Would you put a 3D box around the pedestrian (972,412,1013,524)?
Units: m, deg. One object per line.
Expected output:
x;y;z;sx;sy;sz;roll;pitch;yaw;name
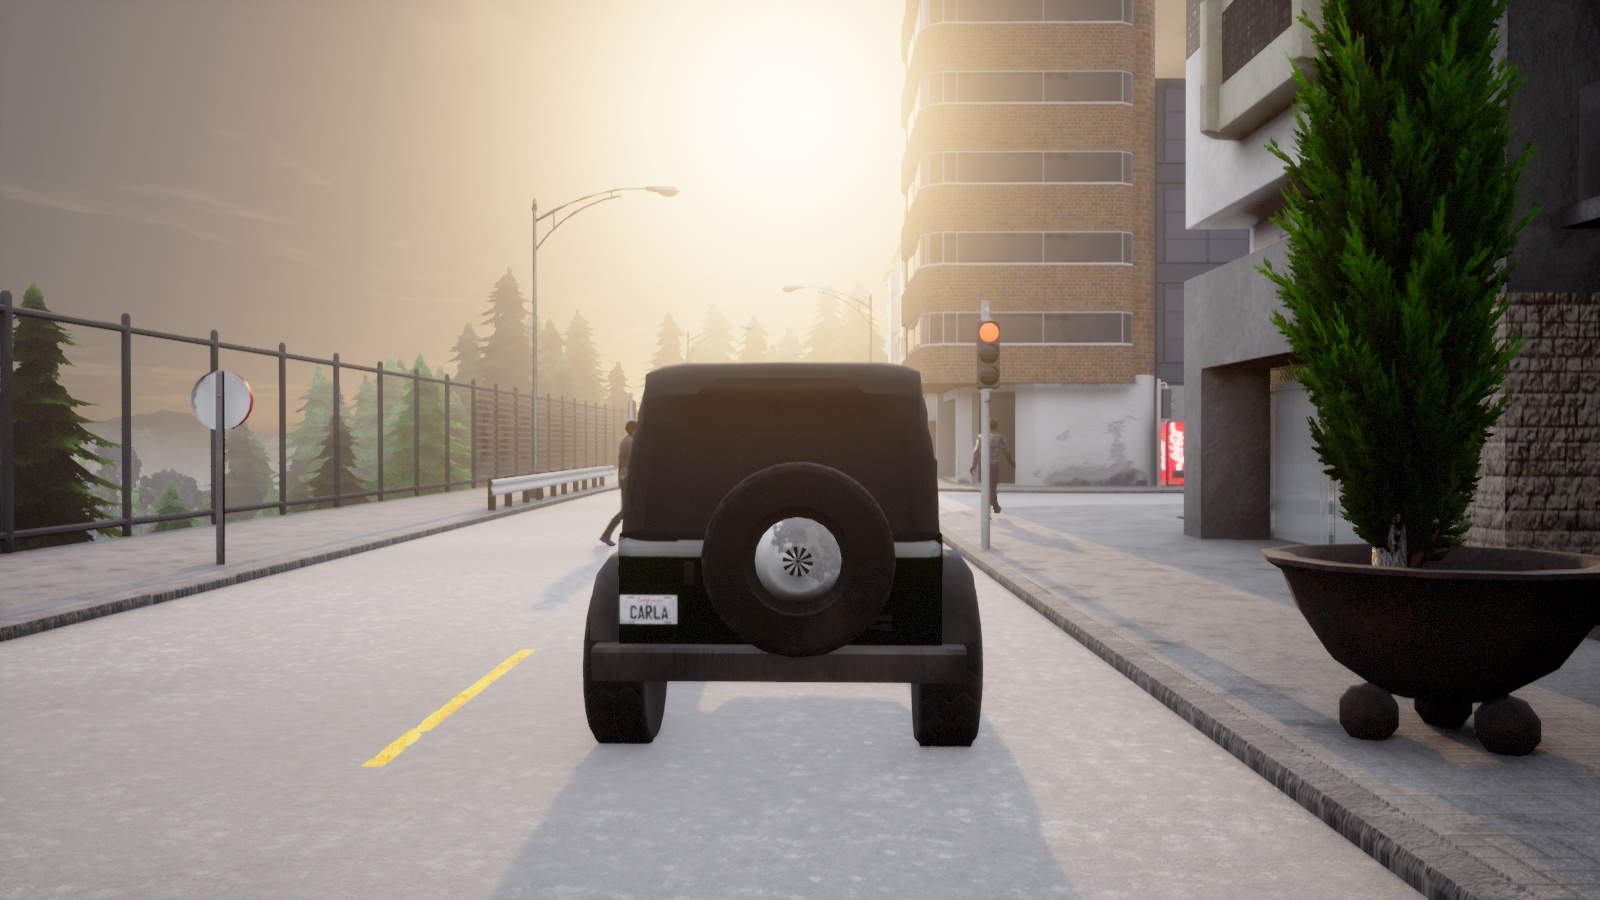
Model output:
3.434;0.316;22.383;0.423;1.949;0.788;0;0;34;pedestrian

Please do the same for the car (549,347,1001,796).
-0.029;0.498;7.220;1.905;1.878;3.866;0;0;2;car

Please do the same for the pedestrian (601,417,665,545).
-2.388;0.436;17.953;0.869;1.805;0.328;0;0;-17;pedestrian
